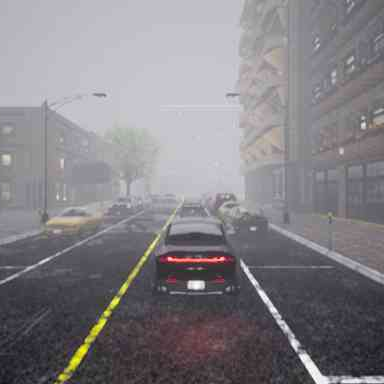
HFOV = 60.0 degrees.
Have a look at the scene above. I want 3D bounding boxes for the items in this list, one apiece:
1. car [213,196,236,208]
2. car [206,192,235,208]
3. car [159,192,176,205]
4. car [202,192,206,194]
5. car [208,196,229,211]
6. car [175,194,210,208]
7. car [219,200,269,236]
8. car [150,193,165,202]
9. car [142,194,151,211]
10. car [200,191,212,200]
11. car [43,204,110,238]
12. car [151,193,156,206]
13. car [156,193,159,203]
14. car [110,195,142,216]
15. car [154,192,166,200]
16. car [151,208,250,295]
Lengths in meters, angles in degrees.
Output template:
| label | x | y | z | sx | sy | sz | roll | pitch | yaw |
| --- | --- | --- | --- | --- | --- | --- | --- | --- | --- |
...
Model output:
| label | x | y | z | sx | sy | sz | roll | pitch | yaw |
| --- | --- | --- | --- | --- | --- | --- | --- | --- | --- |
| car | 2.658 | 1.239 | 22.516 | 1.752 | 1.417 | 4.829 | 1 | 1 | 0 |
| car | 2.651 | 0.960 | 28.030 | 2.192 | 1.841 | 5.009 | 1 | 1 | 0 |
| car | -3.109 | 0.896 | 46.402 | 1.882 | 1.535 | 5.008 | 0 | 0 | 0 |
| car | 2.612 | 1.000 | 45.091 | 1.947 | 1.339 | 4.313 | 1 | 1 | 0 |
| car | 2.635 | 1.156 | 33.720 | 1.802 | 1.307 | 4.206 | 1 | 1 | 0 |
| car | 0.046 | 1.157 | 26.352 | 2.128 | 1.511 | 4.902 | 0 | 1 | 0 |
| car | 2.670 | 1.338 | 16.660 | 2.008 | 1.369 | 4.403 | 1 | 1 | 0 |
| car | -5.757 | 0.847 | 56.389 | 2.008 | 1.369 | 4.403 | 1 | 1 | 0 |
| car | -5.709 | 1.015 | 33.643 | 1.967 | 1.590 | 4.097 | 1 | 1 | 0 |
| car | 2.627 | 0.666 | 62.146 | 1.967 | 1.590 | 4.097 | 1 | 1 | 0 |
| car | -5.676 | 1.316 | 16.415 | 1.752 | 1.417 | 4.829 | 1 | 1 | 0 |
| car | -5.723 | 1.087 | 39.330 | 1.802 | 1.307 | 4.206 | 1 | 1 | 0 |
| car | -5.746 | 0.931 | 50.702 | 1.947 | 1.339 | 4.313 | 1 | 1 | 0 |
| car | -5.698 | 1.086 | 27.955 | 1.967 | 1.590 | 4.097 | 1 | 1 | 0 |
| car | -5.938 | 0.755 | 61.905 | 1.752 | 1.417 | 4.829 | 1 | 1 | 0 |
| car | 0.081 | 1.397 | 8.415 | 1.837 | 1.490 | 4.892 | 0 | 1 | 0 |
